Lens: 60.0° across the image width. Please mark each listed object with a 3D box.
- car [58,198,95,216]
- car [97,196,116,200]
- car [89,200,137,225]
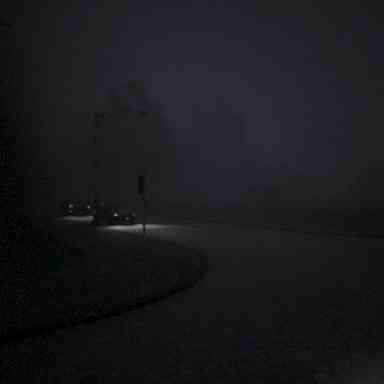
[{"bbox_3d":[-11.671,1.370,32.895,2.097,1.767,4.553,0,0,-35],"label":"car"},{"bbox_3d":[-10.647,1.530,38.663,1.837,1.490,4.892,0,0,-35],"label":"car"},{"bbox_3d":[-5.789,1.543,24.662,1.812,1.442,4.674,0,0,-36],"label":"car"}]
